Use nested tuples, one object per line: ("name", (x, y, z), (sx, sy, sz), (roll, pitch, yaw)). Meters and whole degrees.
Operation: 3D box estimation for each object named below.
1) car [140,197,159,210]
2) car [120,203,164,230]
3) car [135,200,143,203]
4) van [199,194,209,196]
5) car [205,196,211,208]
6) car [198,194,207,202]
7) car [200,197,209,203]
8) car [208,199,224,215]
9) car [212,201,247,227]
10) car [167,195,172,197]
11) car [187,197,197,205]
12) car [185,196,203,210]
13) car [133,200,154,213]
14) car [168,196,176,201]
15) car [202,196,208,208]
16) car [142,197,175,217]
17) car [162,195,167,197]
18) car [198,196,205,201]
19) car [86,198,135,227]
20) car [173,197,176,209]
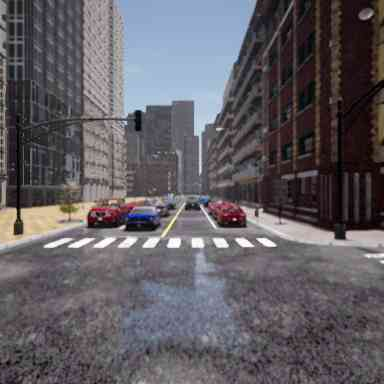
("car", (-5.702, 1.533, 45.225), (1.967, 1.590, 4.097), (0, 0, 0))
("car", (-3.086, 1.641, 21.461), (1.895, 1.301, 4.718), (0, 0, 0))
("car", (-5.700, 1.611, 34.169), (1.887, 1.381, 4.507), (0, 0, 0))
("van", (2.676, 1.493, 67.336), (1.690, 1.788, 3.998), (0, 0, 0))
("car", (2.680, 1.506, 34.170), (1.967, 1.590, 4.097), (0, 0, 0))
("car", (2.672, 1.516, 83.919), (2.192, 1.841, 5.009), (0, 0, 0))
("car", (2.676, 1.713, 72.863), (1.887, 1.381, 4.507), (0, 0, 0))
("car", (2.681, 1.599, 28.642), (1.887, 1.381, 4.507), (0, 0, 0))
("car", (2.682, 1.588, 23.115), (1.887, 1.381, 4.507), (0, 0, 0))
("car", (-5.703, 1.697, 67.335), (1.887, 1.381, 4.507), (0, 0, 0))
("car", (-0.009, 1.645, 62.999), (1.837, 1.490, 4.892), (0, 0, 0))
("car", (0.096, 1.655, 44.851), (1.994, 1.385, 4.181), (0, 0, 0))
("car", (-5.700, 1.645, 39.697), (1.947, 1.339, 4.313), (0, 0, 0))
("car", (-5.707, 1.820, 94.973), (1.802, 1.307, 4.206), (0, 0, 0))
("car", (2.678, 1.672, 50.753), (1.947, 1.339, 4.313), (0, 0, 0))
("car", (-3.091, 1.553, 31.859), (2.128, 1.511, 4.902), (0, 0, 0))
("car", (-5.703, 1.647, 56.110), (1.752, 1.417, 4.829), (0, 0, 0))
("car", (2.674, 1.803, 94.973), (1.947, 1.339, 4.313), (0, 0, 0))
("car", (-5.699, 1.359, 23.115), (2.192, 1.841, 5.009), (0, 0, 0))
("car", (-3.082, 1.689, 43.679), (1.895, 1.301, 4.718), (0, 0, 0))
